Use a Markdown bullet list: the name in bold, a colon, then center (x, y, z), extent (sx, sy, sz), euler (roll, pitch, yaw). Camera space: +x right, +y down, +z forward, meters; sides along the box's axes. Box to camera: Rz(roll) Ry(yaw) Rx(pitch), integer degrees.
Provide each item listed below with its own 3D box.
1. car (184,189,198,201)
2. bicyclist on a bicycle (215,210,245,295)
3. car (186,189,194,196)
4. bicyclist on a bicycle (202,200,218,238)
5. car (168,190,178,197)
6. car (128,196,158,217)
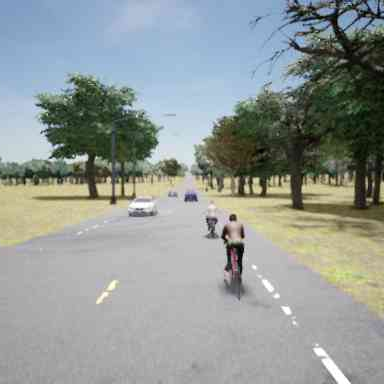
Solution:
- **car**: center (-0.161, 0.572, 50.086), extent (1.882, 1.535, 5.008), euler (0, 1, 0)
- **bicyclist on a bicycle**: center (0.925, 1.313, 7.359), extent (0.582, 1.620, 1.656), euler (0, 1, 0)
- **car**: center (-0.398, 0.064, 76.865), extent (1.882, 1.535, 5.008), euler (0, 1, 0)
- **bicyclist on a bicycle**: center (0.889, 1.159, 14.815), extent (0.866, 1.612, 1.509), euler (0, 0, 0)
- **car**: center (-3.854, 0.319, 67.174), extent (2.128, 1.511, 4.902), euler (0, 1, 0)
- **car**: center (-3.718, 1.051, 25.648), extent (1.812, 1.442, 4.674), euler (0, 1, 0)
